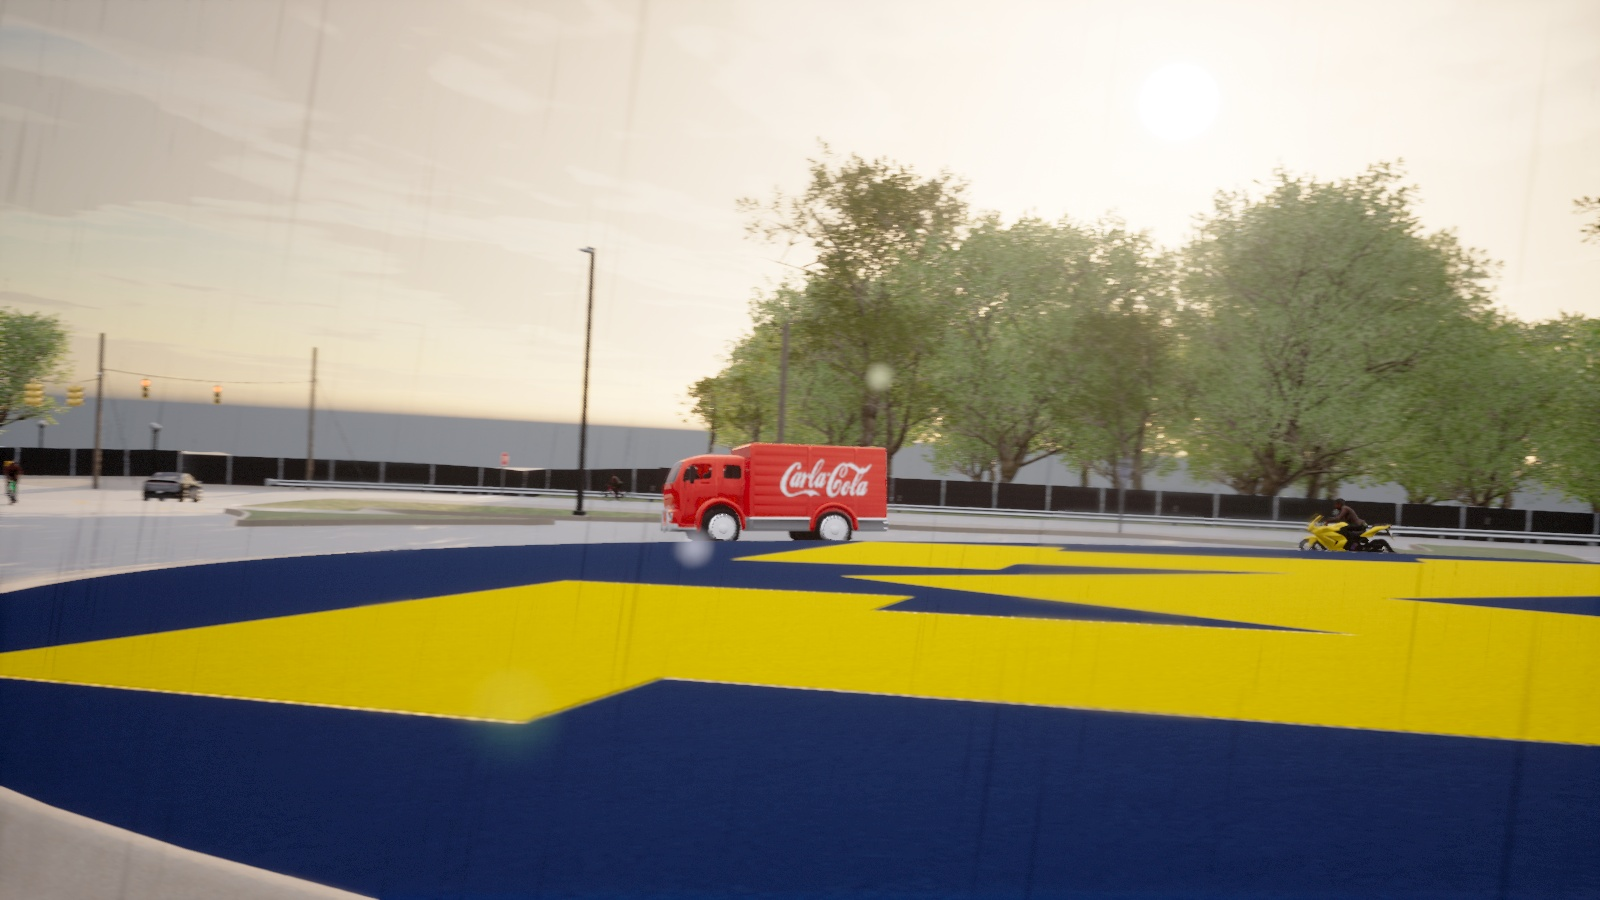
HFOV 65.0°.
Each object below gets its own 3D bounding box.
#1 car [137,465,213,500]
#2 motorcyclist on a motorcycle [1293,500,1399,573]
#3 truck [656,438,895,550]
[{"bbox_3d":[-30.225,1.568,60.877,2.128,1.511,4.902,3,-2,-13],"label":"car"},{"bbox_3d":[12.267,1.935,28.226,2.044,1.523,0.797,1,-5,34],"label":"motorcyclist on a motorcycle"},{"bbox_3d":[-0.634,1.118,30.203,5.204,2.467,2.627,2,-4,-16],"label":"truck"}]
